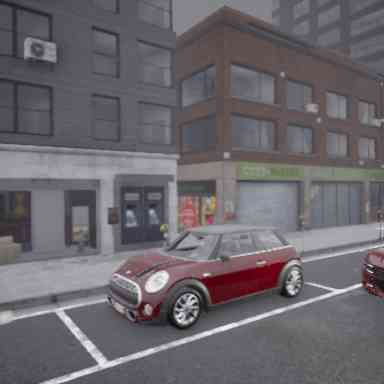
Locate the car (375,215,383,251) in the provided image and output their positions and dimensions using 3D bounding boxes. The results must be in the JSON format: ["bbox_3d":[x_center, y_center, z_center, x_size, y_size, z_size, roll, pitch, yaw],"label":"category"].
[{"bbox_3d":[9.354,1.549,13.218,4.313,1.339,1.947,0,-1,-36],"label":"car"}]

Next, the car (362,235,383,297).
[{"bbox_3d":[5.796,1.468,7.517,5.008,1.535,1.882,0,0,-36],"label":"car"}]

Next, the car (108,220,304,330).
[{"bbox_3d":[0.387,1.436,6.819,4.097,1.590,1.967,0,-1,-36],"label":"car"}]
